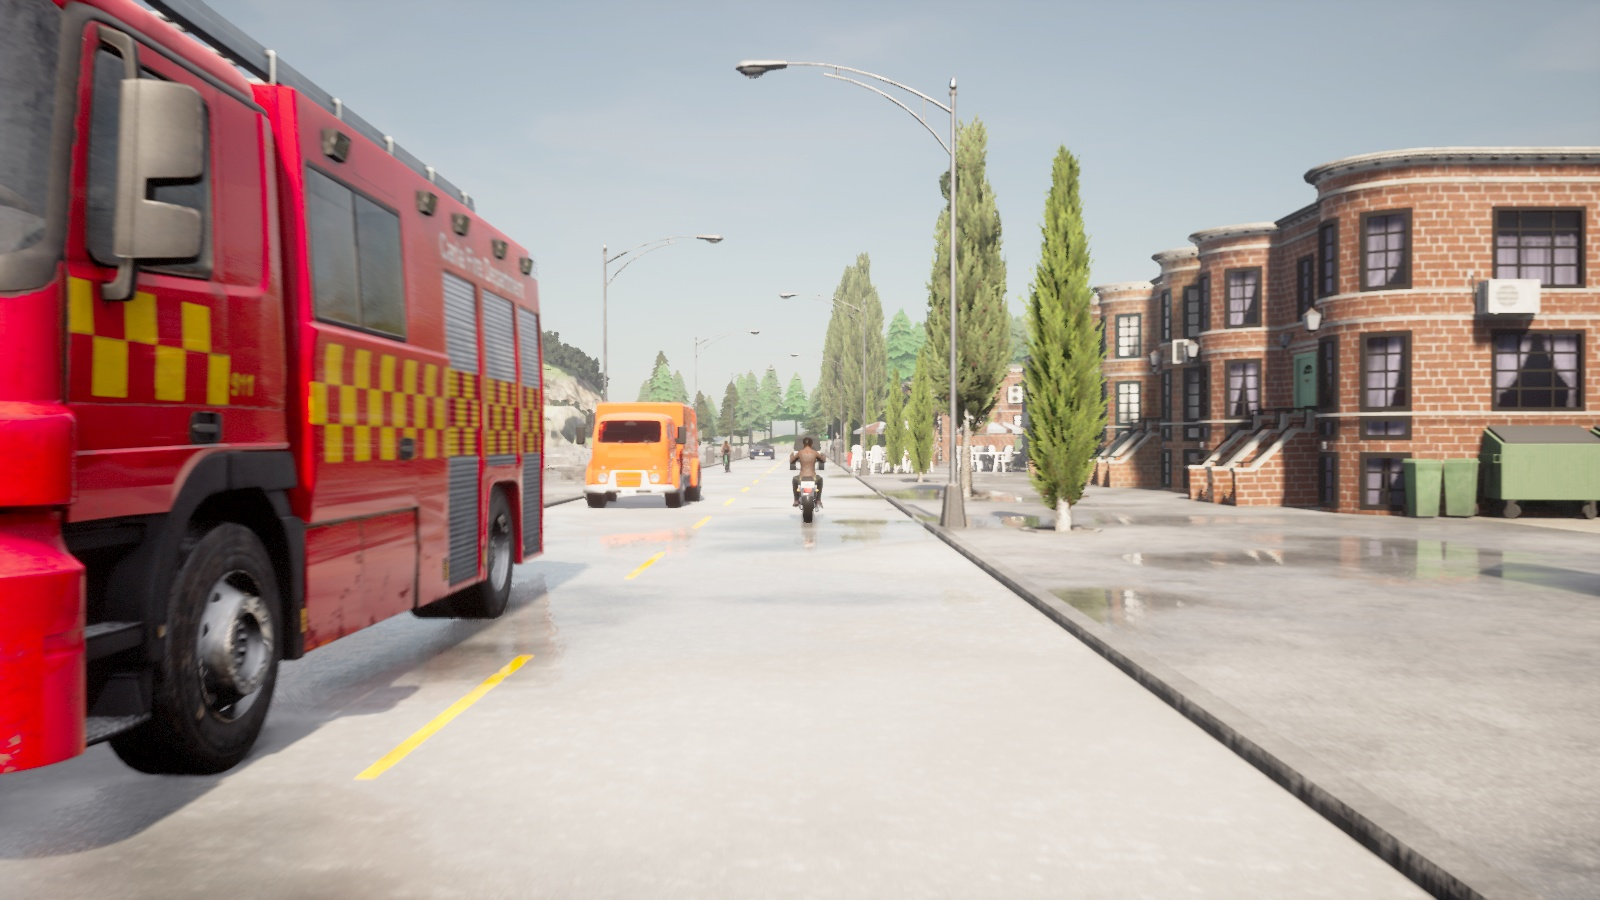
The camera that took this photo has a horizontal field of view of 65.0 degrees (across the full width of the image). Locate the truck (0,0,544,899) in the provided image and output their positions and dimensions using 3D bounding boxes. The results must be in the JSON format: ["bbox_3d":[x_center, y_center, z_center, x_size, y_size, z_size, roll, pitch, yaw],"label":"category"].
[{"bbox_3d":[-3.940,-0.466,7.907,2.891,3.827,8.468,0,0,0],"label":"truck"}]

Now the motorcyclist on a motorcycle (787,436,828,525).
[{"bbox_3d":[0.150,0.559,24.415,0.766,1.649,2.350,0,0,0],"label":"motorcyclist on a motorcycle"}]

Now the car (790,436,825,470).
[{"bbox_3d":[0.401,0.150,69.749,1.905,1.878,3.866,0,0,0],"label":"car"}]

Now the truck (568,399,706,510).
[{"bbox_3d":[-3.815,0.085,30.451,2.627,2.467,5.204,0,0,0],"label":"truck"}]
